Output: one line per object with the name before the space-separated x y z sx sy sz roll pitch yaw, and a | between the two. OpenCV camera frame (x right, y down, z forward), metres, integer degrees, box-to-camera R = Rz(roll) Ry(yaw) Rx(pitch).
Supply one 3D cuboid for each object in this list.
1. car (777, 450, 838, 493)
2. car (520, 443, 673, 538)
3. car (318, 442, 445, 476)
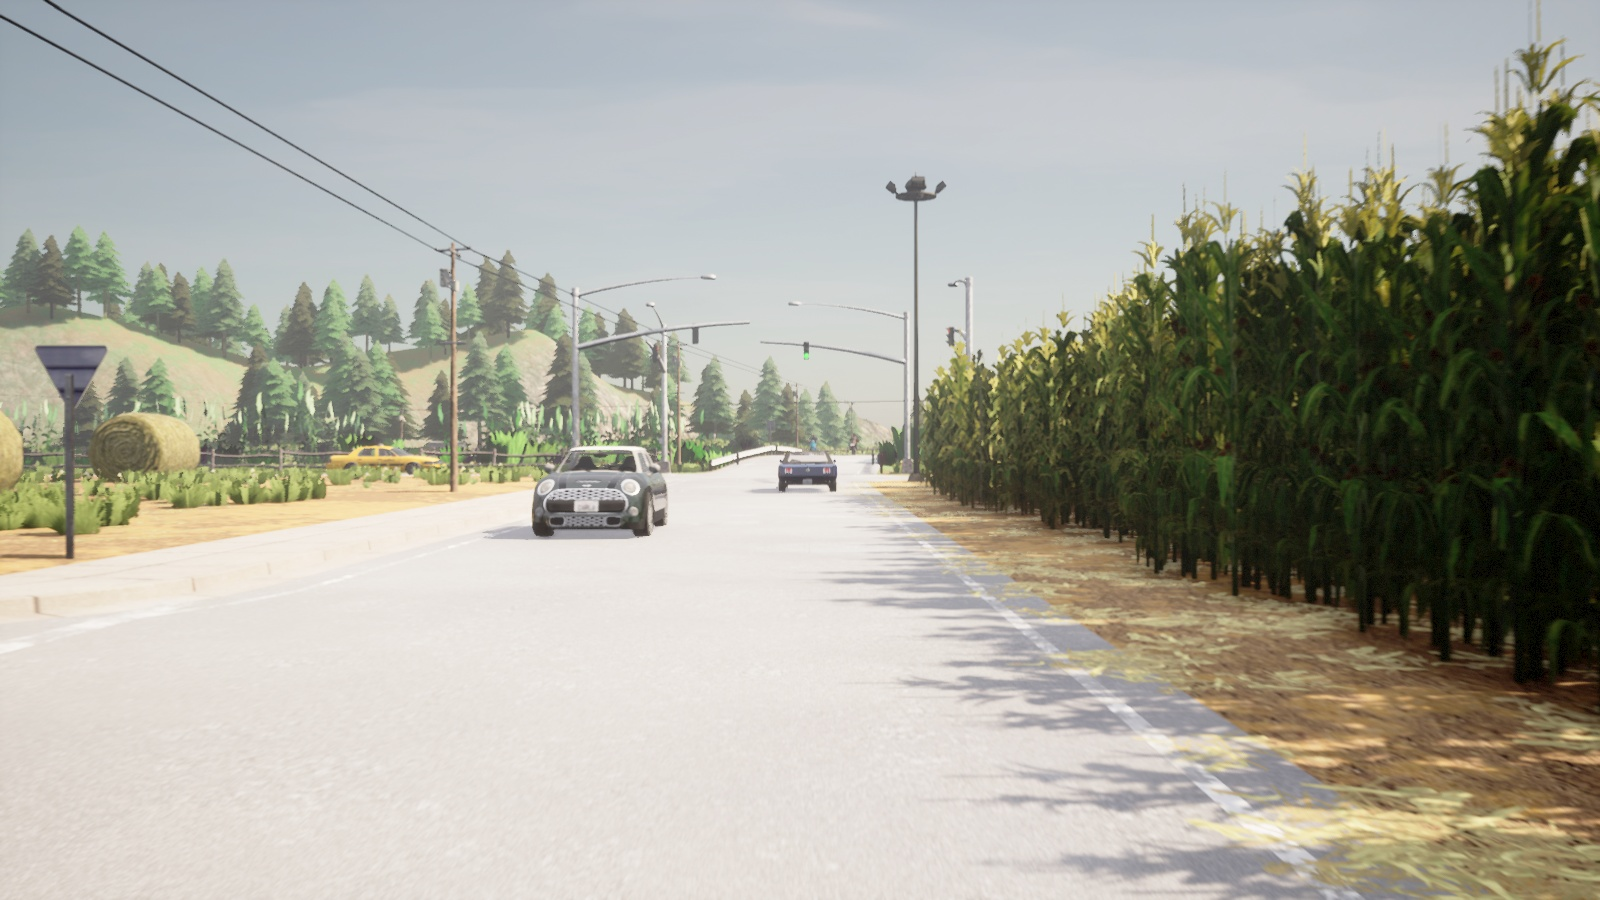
car | 0.254 0.662 41.300 1.895 1.301 4.718 0 0 0
car | -3.367 0.621 21.471 1.970 1.475 3.806 0 0 0
car | -19.652 0.409 59.115 5.366 1.575 1.801 0 0 3
